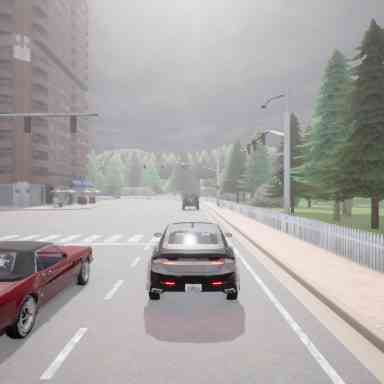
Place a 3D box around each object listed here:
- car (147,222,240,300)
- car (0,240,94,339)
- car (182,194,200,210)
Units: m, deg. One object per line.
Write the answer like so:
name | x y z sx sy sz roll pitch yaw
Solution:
car | 0.024 1.492 8.350 2.128 1.511 4.902 0 0 0
car | -3.449 1.601 6.502 1.895 1.301 4.718 0 0 0
car | -0.173 1.221 43.798 2.150 2.045 5.566 0 0 -1
